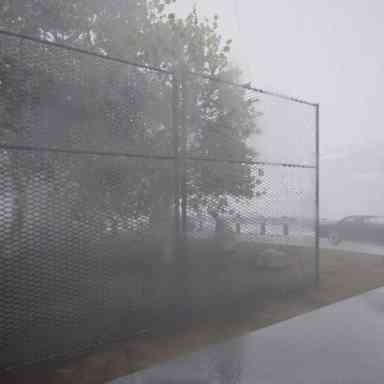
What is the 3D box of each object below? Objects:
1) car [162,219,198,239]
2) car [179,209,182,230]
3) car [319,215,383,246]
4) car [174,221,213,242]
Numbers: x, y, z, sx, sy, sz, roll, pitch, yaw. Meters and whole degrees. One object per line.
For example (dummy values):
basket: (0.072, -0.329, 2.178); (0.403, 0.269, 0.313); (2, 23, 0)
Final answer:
car: (-1.414, 4.533, 41.092); (2.185, 1.767, 4.553); (0, 1, 36)
car: (-1.846, 2.493, 29.240); (2.150, 2.045, 5.566); (-1, -4, -34)
car: (7.933, 1.691, 14.512); (1.895, 1.301, 4.718); (-1, -2, -33)
car: (0.228, 4.535, 38.535); (2.185, 1.767, 4.553); (-1, 1, 36)
